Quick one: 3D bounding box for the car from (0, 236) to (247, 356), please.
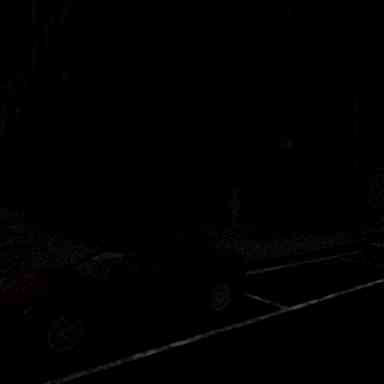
[{"bbox_3d":[-1.003,1.555,6.046,4.507,1.381,1.887,0,0,-35],"label":"car"}]

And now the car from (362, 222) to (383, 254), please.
[{"bbox_3d":[8.117,1.608,12.532,4.403,1.369,2.008,0,0,-35],"label":"car"}]
